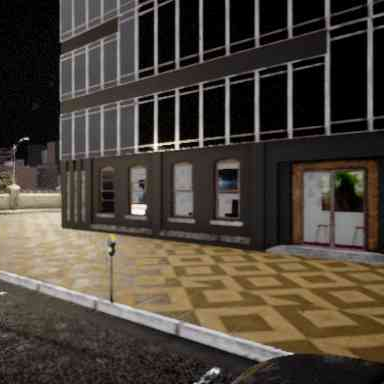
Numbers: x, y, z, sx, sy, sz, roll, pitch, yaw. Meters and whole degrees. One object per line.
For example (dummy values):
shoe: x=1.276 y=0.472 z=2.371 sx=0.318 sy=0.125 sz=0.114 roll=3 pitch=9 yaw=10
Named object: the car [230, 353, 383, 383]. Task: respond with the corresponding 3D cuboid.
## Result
car: x=2.030 y=1.551 z=1.427 sx=4.403 sy=1.369 sz=2.008 roll=0 pitch=0 yaw=35
